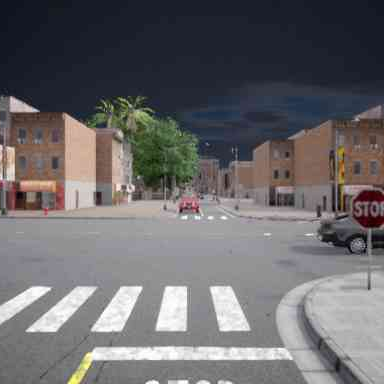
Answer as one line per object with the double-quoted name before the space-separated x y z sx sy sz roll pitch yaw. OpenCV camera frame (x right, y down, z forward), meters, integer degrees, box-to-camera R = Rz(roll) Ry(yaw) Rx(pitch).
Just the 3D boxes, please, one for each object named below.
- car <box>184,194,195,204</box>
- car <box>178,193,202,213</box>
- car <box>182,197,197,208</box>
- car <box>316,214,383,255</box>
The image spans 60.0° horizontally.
"car" -0.398 1.368 65.057 2.097 1.767 4.553 0 0 0
"car" -0.313 1.244 37.375 2.150 2.045 5.566 0 0 0
"car" -0.364 1.512 48.635 2.128 1.511 4.902 0 0 0
"car" 7.481 1.585 13.118 4.892 1.490 1.837 1 0 0
